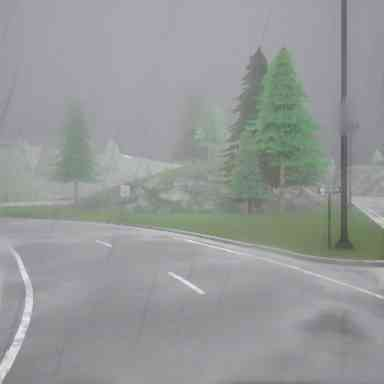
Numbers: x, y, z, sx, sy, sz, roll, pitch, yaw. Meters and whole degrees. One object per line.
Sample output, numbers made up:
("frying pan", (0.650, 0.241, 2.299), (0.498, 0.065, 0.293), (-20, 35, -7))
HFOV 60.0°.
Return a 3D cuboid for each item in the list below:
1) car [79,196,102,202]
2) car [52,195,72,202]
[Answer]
("car", (-23.445, 1.547, 75.577), (1.895, 1.301, 4.718), (0, 0, 24))
("car", (-30.243, 1.471, 77.519), (1.882, 1.535, 5.008), (0, 0, 24))
